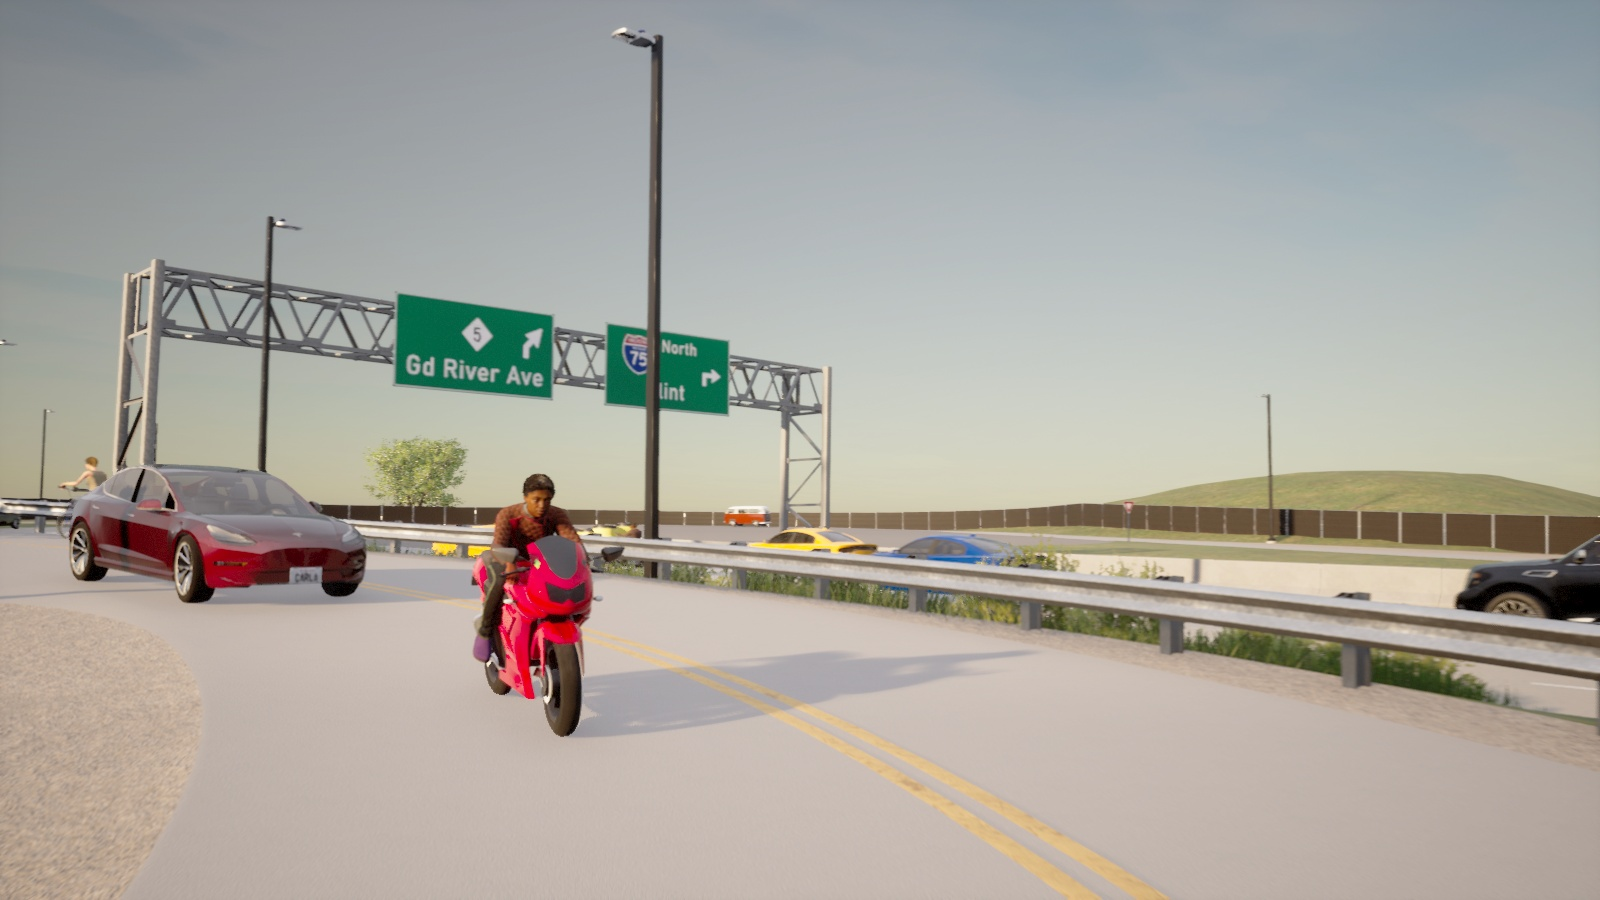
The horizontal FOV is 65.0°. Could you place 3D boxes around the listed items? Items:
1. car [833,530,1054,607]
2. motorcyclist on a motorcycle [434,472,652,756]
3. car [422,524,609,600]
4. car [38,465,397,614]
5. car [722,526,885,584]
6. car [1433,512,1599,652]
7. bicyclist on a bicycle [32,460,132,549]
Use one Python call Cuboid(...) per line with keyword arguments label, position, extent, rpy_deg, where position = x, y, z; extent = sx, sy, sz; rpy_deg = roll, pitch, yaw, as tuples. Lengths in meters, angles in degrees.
Cuboid(label="car", position=(3.215, 2.654, 28.964), extent=(1.882, 1.535, 5.008), rpy_deg=(4, -4, -44))
Cuboid(label="motorcyclist on a motorcycle", position=(-1.694, 0.919, 7.961), extent=(0.797, 1.523, 2.044), rpy_deg=(1, -1, -28))
Cuboid(label="car", position=(-6.694, 2.533, 29.200), extent=(1.882, 1.535, 5.008), rpy_deg=(4, -4, -44))
Cuboid(label="car", position=(-7.210, 0.984, 15.312), extent=(4.792, 1.488, 2.163), rpy_deg=(0, -2, 41))
Cuboid(label="car", position=(0.024, 3.058, 37.349), extent=(1.882, 1.535, 5.008), rpy_deg=(4, -4, -44))
Cuboid(label="car", position=(12.874, 1.978, 18.899), extent=(2.150, 2.045, 5.566), rpy_deg=(4, -4, -44))
Cuboid(label="bicyclist on a bicycle", position=(-13.648, 1.033, 23.875), extent=(1.509, 1.612, 0.866), rpy_deg=(1, -3, 25))
